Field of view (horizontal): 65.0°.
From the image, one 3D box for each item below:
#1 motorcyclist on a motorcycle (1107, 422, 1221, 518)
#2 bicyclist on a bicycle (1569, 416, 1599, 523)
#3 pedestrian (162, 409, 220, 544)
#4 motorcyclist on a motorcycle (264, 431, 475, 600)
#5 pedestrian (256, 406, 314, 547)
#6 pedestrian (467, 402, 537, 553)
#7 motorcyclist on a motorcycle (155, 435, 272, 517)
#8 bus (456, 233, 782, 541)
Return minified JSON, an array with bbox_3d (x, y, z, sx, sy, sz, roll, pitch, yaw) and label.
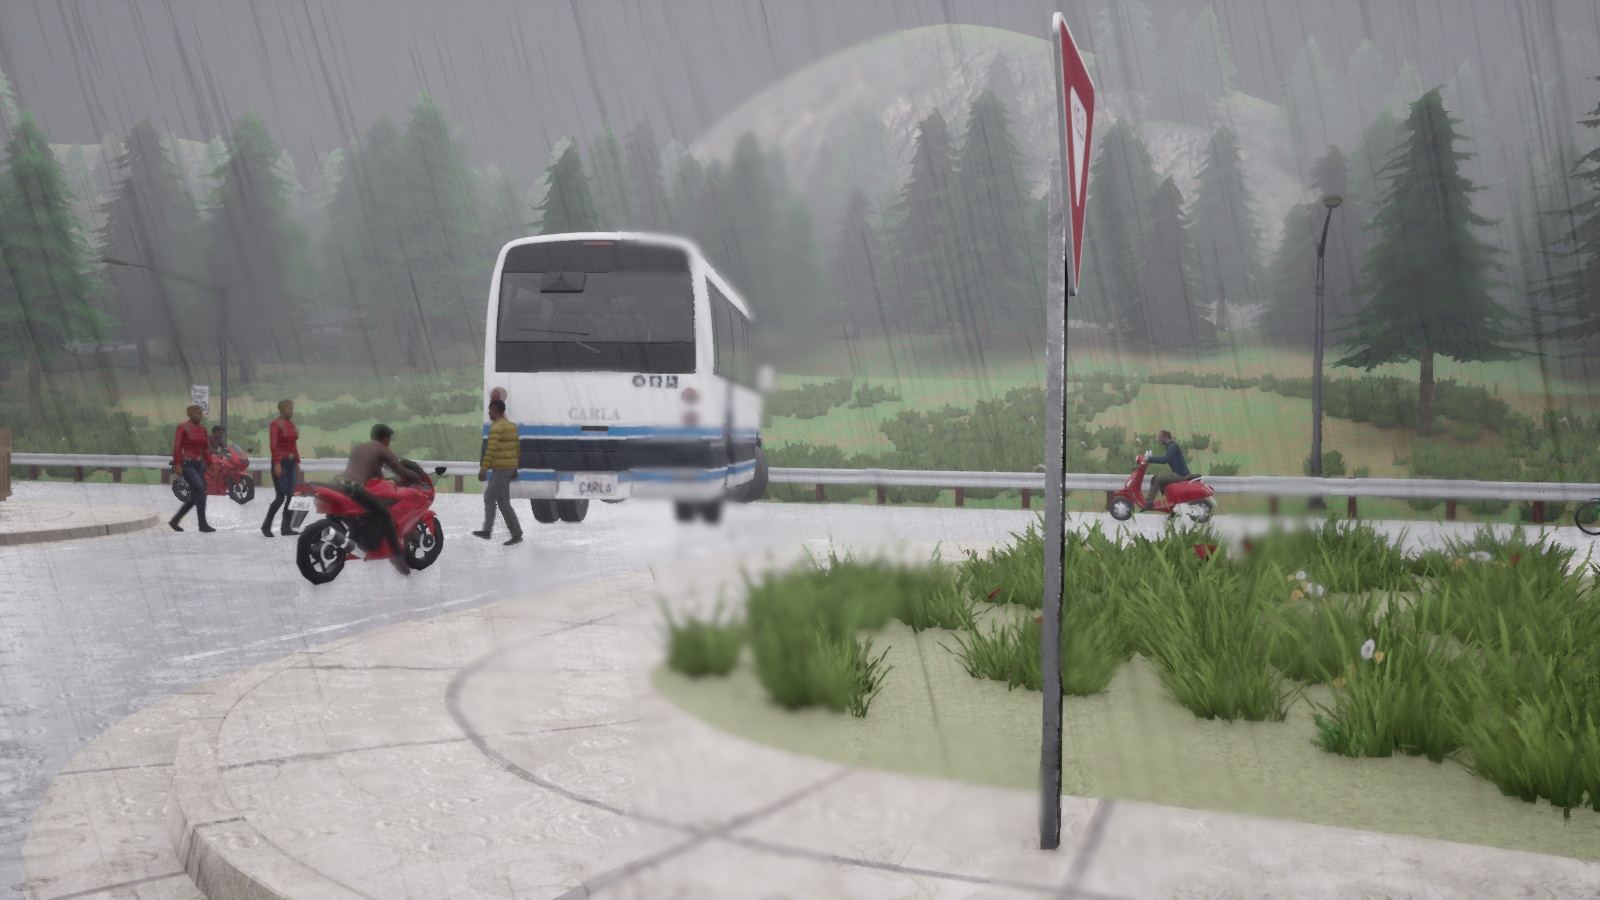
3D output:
[{"bbox_3d":[6.244,0.334,21.529,1.817,1.590,0.866,0,1,20],"label":"motorcyclist on a motorcycle"},{"bbox_3d":[12.717,0.291,19.193,1.509,1.612,0.866,0,1,20],"label":"bicyclist on a bicycle"},{"bbox_3d":[-8.411,0.361,17.355,0.636,1.846,0.331,0,1,16],"label":"pedestrian"},{"bbox_3d":[-4.190,0.582,12.407,0.797,1.523,2.044,0,1,23],"label":"motorcyclist on a motorcycle"},{"bbox_3d":[-6.851,0.351,16.709,0.636,1.846,0.331,0,1,18],"label":"pedestrian"},{"bbox_3d":[-3.714,0.337,15.657,0.709,1.840,0.431,0,1,17],"label":"pedestrian"},{"bbox_3d":[-11.264,0.486,24.119,2.044,1.523,0.797,0,1,20],"label":"motorcyclist on a motorcycle"},{"bbox_3d":[-2.607,-0.927,22.636,3.944,4.253,10.273,0,1,2],"label":"bus"}]
